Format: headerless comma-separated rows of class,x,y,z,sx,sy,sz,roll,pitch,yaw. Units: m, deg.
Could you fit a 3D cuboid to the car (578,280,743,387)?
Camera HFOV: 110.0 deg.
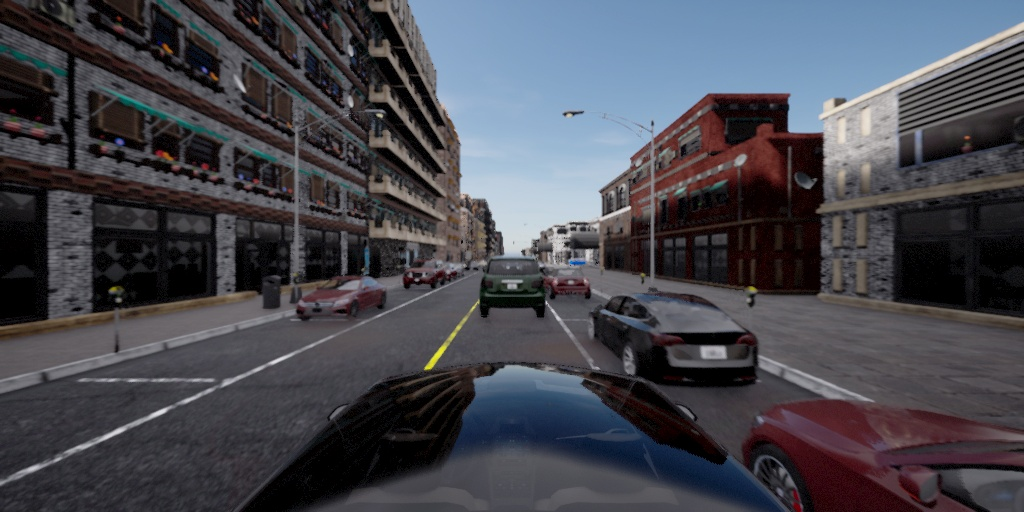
car,2.691,1.328,6.857,1.948,1.339,4.313,0,0,0

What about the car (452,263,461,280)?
car,-5.690,1.263,29.647,1.967,1.591,4.097,0,0,0

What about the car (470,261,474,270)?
car,-5.690,1.465,52.434,1.948,1.339,4.313,0,0,0

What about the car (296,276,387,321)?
car,-5.691,1.359,12.557,1.802,1.307,4.207,0,0,0

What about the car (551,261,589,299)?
car,2.690,1.232,18.250,1.967,1.591,4.097,0,0,0

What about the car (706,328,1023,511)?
car,2.691,1.331,1.161,1.802,1.307,4.207,0,0,0

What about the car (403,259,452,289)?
car,-5.690,1.122,23.950,2.192,1.841,5.009,0,0,0

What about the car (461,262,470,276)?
car,-5.690,1.391,35.344,2.007,1.370,4.403,0,0,0

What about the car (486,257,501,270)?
car,-3.049,1.144,59.269,2.150,2.045,5.566,0,0,1

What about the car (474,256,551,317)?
car,0.033,1.002,13.464,2.150,2.045,5.566,0,0,1
